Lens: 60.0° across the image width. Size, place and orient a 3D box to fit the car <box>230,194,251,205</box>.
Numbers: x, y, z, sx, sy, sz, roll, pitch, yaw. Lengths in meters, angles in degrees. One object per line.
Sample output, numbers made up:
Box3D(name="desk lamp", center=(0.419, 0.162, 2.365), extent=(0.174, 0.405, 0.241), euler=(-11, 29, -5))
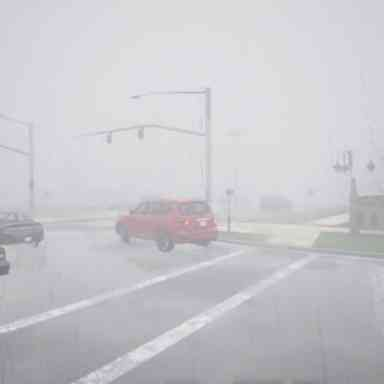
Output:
Box3D(name="car", center=(9.467, 1.593, 63.475), extent=(2.097, 1.767, 4.553), euler=(-1, 0, 37))

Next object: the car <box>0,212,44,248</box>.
Box3D(name="car", center=(-8.288, 1.616, 14.207), extent=(4.902, 1.511, 2.128), euler=(-1, 0, 36))

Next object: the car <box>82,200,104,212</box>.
Box3D(name="car", center=(-12.671, 1.829, 45.104), extent=(1.812, 1.442, 4.674), euler=(-1, 0, 37))

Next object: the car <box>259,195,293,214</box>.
Box3D(name="car", center=(9.644, 1.337, 38.060), extent=(2.150, 2.045, 5.566), euler=(-1, 0, 36))

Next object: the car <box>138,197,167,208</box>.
Box3D(name="car", center=(-6.348, 1.656, 53.740), extent=(2.097, 1.767, 4.553), euler=(-1, -1, 36))

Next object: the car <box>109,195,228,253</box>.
Box3D(name="car", center=(-1.258, 1.299, 14.491), extent=(2.150, 2.045, 5.566), euler=(-1, 0, -39))

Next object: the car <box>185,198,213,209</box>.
Box3D(name="car", center=(1.140, 1.720, 52.132), extent=(1.882, 1.535, 5.008), euler=(-1, 0, 36))

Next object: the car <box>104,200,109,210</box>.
Box3D(name="car", center=(-9.054, 1.838, 44.107), extent=(1.994, 1.385, 4.181), euler=(-1, 0, 36))

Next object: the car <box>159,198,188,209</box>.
Box3D(name="car", center=(-2.837, 1.772, 52.620), extent=(1.837, 1.490, 4.892), euler=(-1, 1, 36))

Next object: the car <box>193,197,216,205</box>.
Box3D(name="car", center=(2.541, 1.776, 65.842), extent=(1.882, 1.535, 5.008), euler=(-1, 0, 37))

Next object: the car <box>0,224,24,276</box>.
Box3D(name="car", center=(-7.014, 1.638, 8.998), extent=(5.357, 1.411, 2.033), euler=(-1, 0, 36))

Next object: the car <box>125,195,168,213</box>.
Box3D(name="car", center=(-5.747, 1.466, 42.708), extent=(2.150, 2.045, 5.566), euler=(-1, 0, 36))
